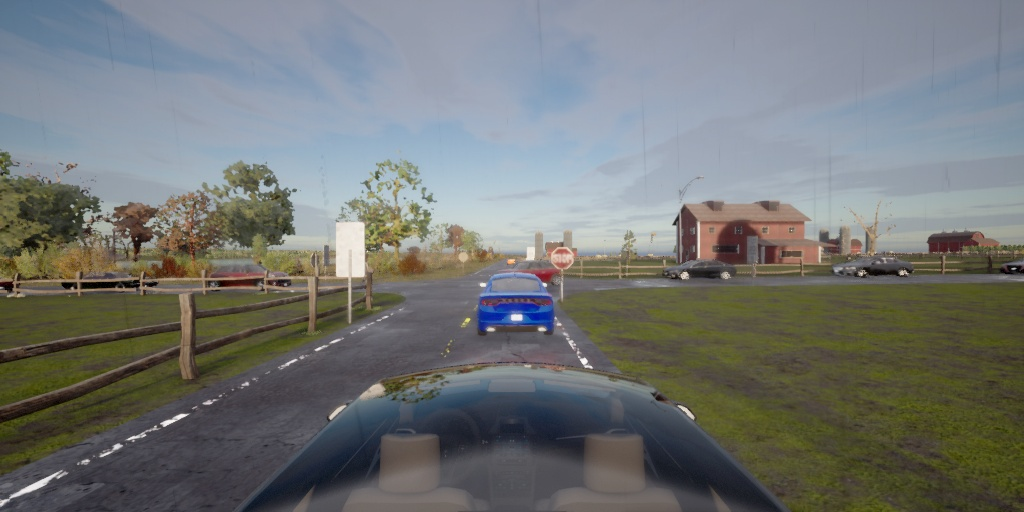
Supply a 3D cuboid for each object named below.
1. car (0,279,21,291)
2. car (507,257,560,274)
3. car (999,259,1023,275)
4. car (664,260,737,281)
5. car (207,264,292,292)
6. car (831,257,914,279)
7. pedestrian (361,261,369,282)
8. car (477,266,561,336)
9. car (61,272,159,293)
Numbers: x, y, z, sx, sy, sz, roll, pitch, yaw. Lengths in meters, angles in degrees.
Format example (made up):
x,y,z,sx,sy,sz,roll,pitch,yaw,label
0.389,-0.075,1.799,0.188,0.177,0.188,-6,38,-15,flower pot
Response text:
x,y,z,sx,sy,sz,roll,pitch,yaw,label
-36.262,1.838,24.150,4.718,1.301,1.895,-1,0,6,car
0.934,1.080,22.670,4.553,1.767,2.097,-1,0,-37,car
38.487,0.716,26.032,4.181,1.385,1.994,-1,0,2,car
13.699,1.024,26.245,4.892,1.490,1.837,-1,1,1,car
-17.098,1.330,23.533,4.553,1.767,2.097,-1,0,1,car
26.182,0.829,26.150,4.902,1.511,2.128,-1,0,0,car
-12.175,1.162,29.453,0.375,1.860,0.375,0,1,0,pedestrian
0.062,1.226,10.486,1.882,1.535,5.008,0,0,-1,car
-26.380,1.706,23.675,4.718,1.301,1.895,-1,0,1,car
